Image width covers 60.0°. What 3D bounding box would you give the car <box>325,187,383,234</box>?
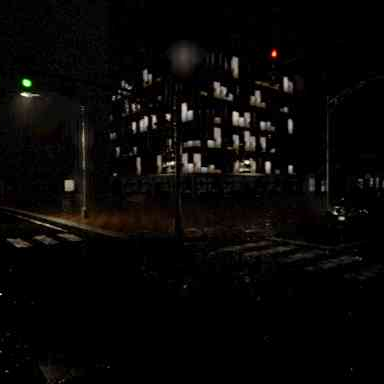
[{"bbox_3d":[9.098,0.802,16.788,5.566,2.045,2.150,-1,2,-35],"label":"car"}]
